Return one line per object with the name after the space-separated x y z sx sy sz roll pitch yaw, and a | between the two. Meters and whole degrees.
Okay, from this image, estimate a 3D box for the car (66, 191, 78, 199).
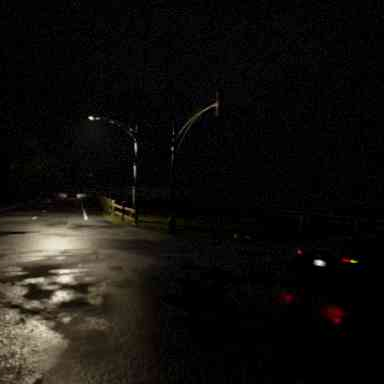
-24.136 0.519 66.904 2.097 1.767 4.553 2 0 -19 | car

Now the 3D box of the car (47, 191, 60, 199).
-27.979 0.531 67.306 2.128 1.511 4.902 2 0 -19 | car

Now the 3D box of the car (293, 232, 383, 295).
4.807 1.854 9.560 4.181 1.385 1.994 4 -2 -37 | car

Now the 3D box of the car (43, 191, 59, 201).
-24.043 0.648 56.158 1.837 1.490 4.892 2 0 -19 | car
